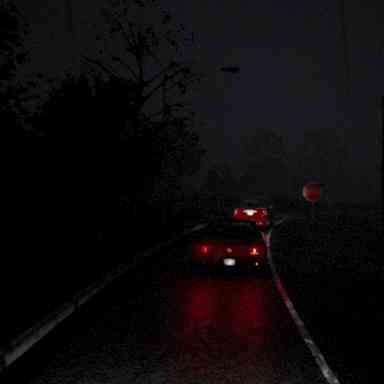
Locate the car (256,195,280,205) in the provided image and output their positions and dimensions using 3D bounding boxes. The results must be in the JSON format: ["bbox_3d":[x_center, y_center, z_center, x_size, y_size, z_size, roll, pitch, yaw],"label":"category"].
[{"bbox_3d":[13.576,1.384,59.925,2.163,1.488,4.792,3,0,-16],"label":"car"}]

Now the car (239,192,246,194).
[{"bbox_3d":[6.516,0.848,44.448,2.185,1.767,4.553,4,0,-16],"label":"car"}]

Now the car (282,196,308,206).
[{"bbox_3d":[18.943,1.601,61.441,2.097,1.535,5.008,2,0,-16],"label":"car"}]

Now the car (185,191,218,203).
[{"bbox_3d":[1.167,0.651,42.900,2.163,1.488,4.792,4,0,-16],"label":"car"}]

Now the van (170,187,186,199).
[{"bbox_3d":[-2.361,0.165,55.387,1.878,1.987,4.442,4,1,-16],"label":"van"}]

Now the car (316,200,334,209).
[{"bbox_3d":[17.241,1.623,47.370,2.163,1.488,4.792,3,0,-16],"label":"car"}]

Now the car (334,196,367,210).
[{"bbox_3d":[22.622,1.714,48.860,2.185,1.767,4.553,2,0,-16],"label":"car"}]

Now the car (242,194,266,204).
[{"bbox_3d":[10.965,1.214,59.422,1.946,1.575,5.366,3,0,-16],"label":"car"}]

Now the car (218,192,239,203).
[{"bbox_3d":[3.828,0.826,43.701,2.163,1.488,4.792,4,0,-16],"label":"car"}]

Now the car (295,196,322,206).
[{"bbox_3d":[21.753,1.718,62.220,2.231,1.521,4.892,2,0,-16],"label":"car"}]

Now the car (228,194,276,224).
[{"bbox_3d":[3.853,1.214,20.559,2.097,1.767,4.553,0,0,17],"label":"car"}]

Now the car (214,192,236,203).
[{"bbox_3d":[5.629,0.938,57.776,2.163,1.488,4.792,4,0,-15],"label":"car"}]

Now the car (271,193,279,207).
[{"bbox_3d":[9.191,1.143,45.157,2.097,1.535,5.008,3,0,-16],"label":"car"}]

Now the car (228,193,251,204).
[{"bbox_3d":[8.275,1.063,58.674,1.946,1.575,5.366,3,0,-16],"label":"car"}]

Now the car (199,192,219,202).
[{"bbox_3d":[2.835,0.772,56.972,2.002,1.452,4.674,4,0,-16],"label":"car"}]

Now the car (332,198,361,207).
[{"bbox_3d":[29.731,1.992,64.249,1.946,1.575,5.366,2,1,-16],"label":"car"}]

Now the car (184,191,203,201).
[{"bbox_3d":[0.158,0.595,56.227,2.002,1.452,4.674,4,0,-16],"label":"car"}]

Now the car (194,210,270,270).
[{"bbox_3d":[1.308,1.487,10.664,1.895,1.301,4.718,0,0,9],"label":"car"}]

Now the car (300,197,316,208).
[{"bbox_3d":[14.562,1.454,46.649,2.231,1.521,4.892,3,0,-16],"label":"car"}]

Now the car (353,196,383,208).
[{"bbox_3d":[35.054,1.884,65.944,2.435,2.045,5.566,1,1,-15],"label":"car"}]

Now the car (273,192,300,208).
[{"bbox_3d":[11.884,1.051,45.936,2.435,2.045,5.566,3,0,-16],"label":"car"}]

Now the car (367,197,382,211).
[{"bbox_3d":[25.298,1.978,49.609,2.163,1.488,4.792,2,0,-16],"label":"car"}]
